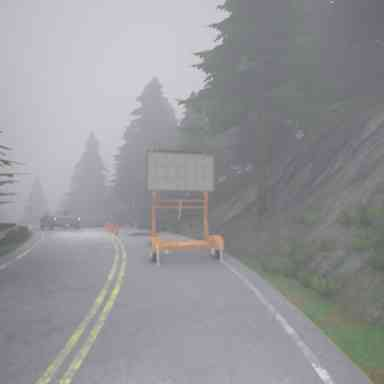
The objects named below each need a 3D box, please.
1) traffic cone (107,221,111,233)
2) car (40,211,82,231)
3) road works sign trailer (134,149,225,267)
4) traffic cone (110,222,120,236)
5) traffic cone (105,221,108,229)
[{"bbox_3d":[-4.618,2.071,19.370,0.340,0.580,0.340,2,-3,-19],"label":"traffic cone"},{"bbox_3d":[-8.927,1.898,22.511,1.895,1.301,4.718,3,-5,-33],"label":"car"},{"bbox_3d":[-0.426,0.394,11.275,2.380,3.560,2.880,1,-1,-18],"label":"road works sign trailer"},{"bbox_3d":[-3.978,1.989,17.475,0.340,0.580,0.340,1,-2,-19],"label":"traffic cone"},{"bbox_3d":[-5.259,2.174,21.264,0.340,0.580,0.340,1,-4,-19],"label":"traffic cone"}]
